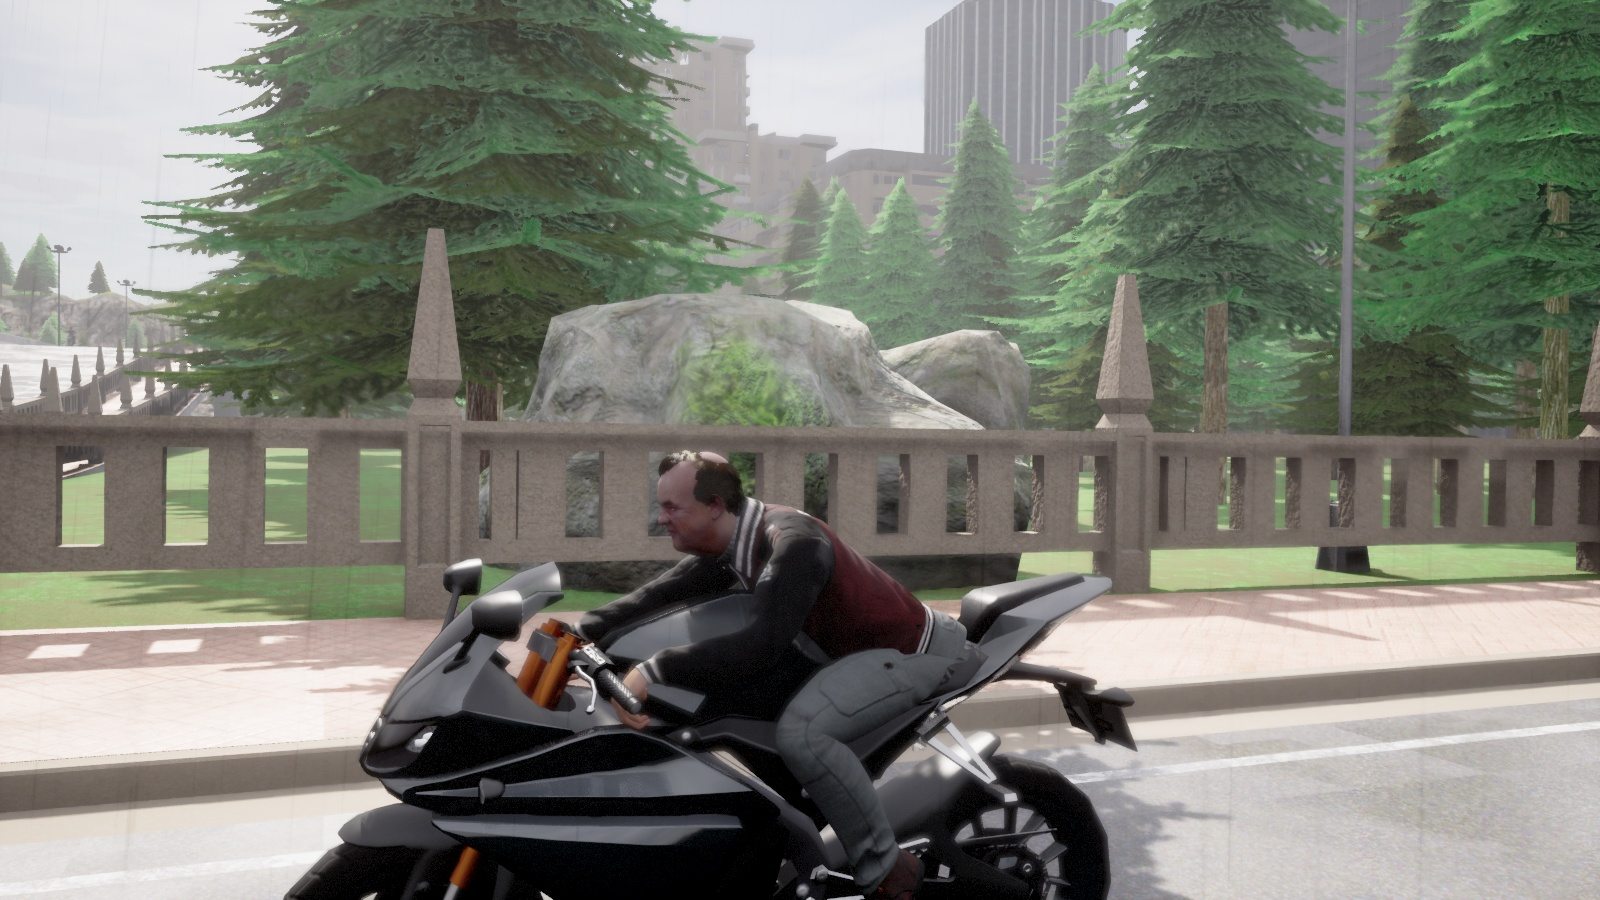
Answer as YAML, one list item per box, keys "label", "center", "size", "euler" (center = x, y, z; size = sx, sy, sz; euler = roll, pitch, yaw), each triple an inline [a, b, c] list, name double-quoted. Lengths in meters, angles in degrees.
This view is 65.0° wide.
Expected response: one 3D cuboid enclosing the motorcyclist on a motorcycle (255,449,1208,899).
- label: "motorcyclist on a motorcycle"
  center: [-0.153, 0.783, 3.181]
  size: [2.191, 1.530, 0.866]
  euler: [-1, 1, -21]
